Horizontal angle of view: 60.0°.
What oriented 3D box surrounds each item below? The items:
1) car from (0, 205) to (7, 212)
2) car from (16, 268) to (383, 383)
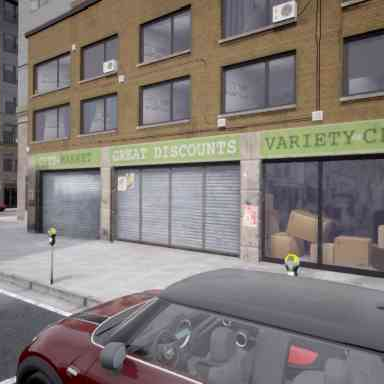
[{"bbox_3d":[-19.429,1.458,29.774,1.895,1.301,4.718,1,1,34],"label":"car"},{"bbox_3d":[0.240,1.440,2.894,4.097,1.590,1.967,0,1,35],"label":"car"}]
